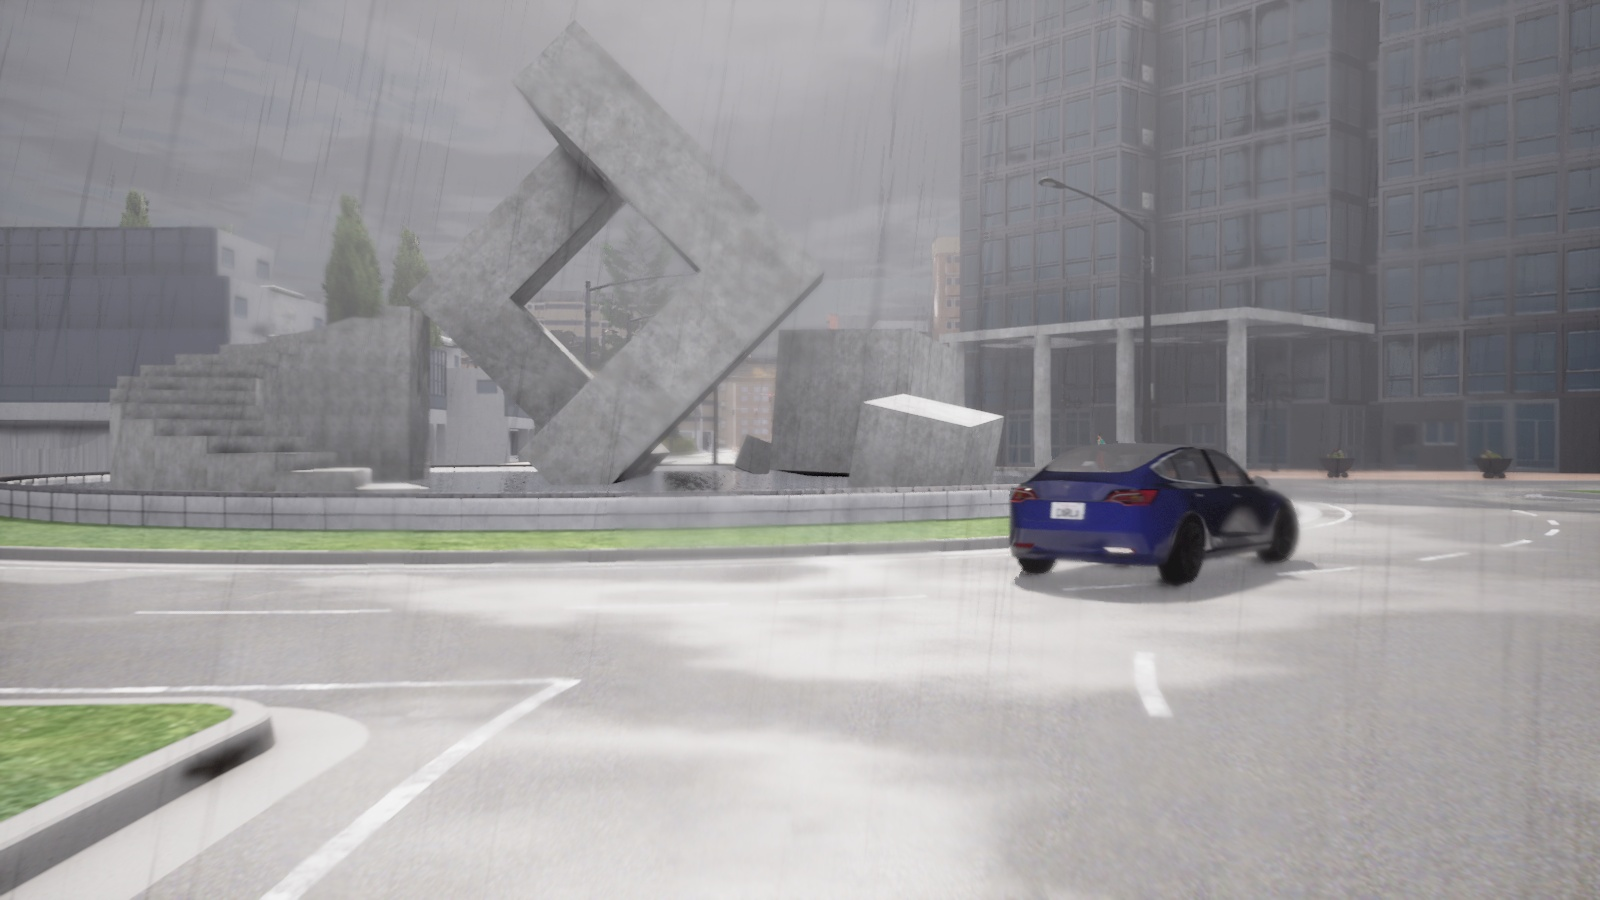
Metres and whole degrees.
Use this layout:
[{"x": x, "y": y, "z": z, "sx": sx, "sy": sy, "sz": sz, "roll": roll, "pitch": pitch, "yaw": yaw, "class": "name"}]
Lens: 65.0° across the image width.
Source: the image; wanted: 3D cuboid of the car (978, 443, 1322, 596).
[{"x": 4.286, "y": 0.666, "z": 14.806, "sx": 2.163, "sy": 1.488, "sz": 4.792, "roll": 0, "pitch": 0, "yaw": 39, "class": "car"}]
